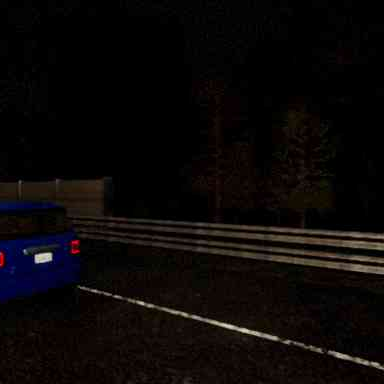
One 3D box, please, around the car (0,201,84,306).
[{"bbox_3d":[-4.707,1.219,7.214,5.566,2.045,2.150,0,0,36],"label":"car"}]
